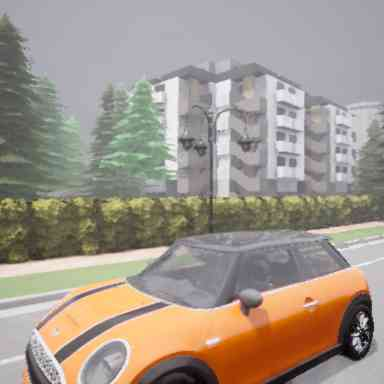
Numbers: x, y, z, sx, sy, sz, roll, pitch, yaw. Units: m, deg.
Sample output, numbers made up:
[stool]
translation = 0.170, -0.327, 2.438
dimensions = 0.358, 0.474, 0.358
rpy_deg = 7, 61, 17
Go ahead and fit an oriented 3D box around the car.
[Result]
[car]
translation = 0.366, 1.370, 4.355
dimensions = 4.553, 1.767, 2.097
rpy_deg = 0, 0, -36
